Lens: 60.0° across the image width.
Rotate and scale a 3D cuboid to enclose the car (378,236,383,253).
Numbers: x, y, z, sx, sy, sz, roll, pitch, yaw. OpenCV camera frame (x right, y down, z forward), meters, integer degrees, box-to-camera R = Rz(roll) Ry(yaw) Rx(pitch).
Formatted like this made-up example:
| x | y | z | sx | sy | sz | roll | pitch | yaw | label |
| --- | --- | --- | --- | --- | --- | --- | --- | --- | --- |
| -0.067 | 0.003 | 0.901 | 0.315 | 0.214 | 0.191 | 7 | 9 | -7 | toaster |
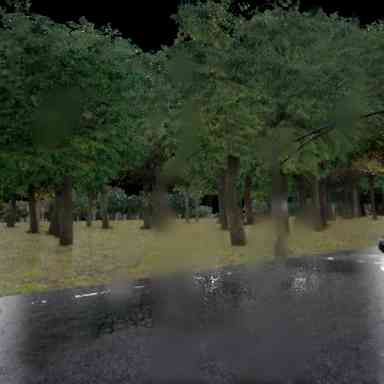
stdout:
| x | y | z | sx | sy | sz | roll | pitch | yaw | label |
| --- | --- | --- | --- | --- | --- | --- | --- | --- | --- |
| 11.349 | 2.358 | 16.886 | 4.181 | 1.385 | 1.994 | 1 | -6 | -32 | car |
